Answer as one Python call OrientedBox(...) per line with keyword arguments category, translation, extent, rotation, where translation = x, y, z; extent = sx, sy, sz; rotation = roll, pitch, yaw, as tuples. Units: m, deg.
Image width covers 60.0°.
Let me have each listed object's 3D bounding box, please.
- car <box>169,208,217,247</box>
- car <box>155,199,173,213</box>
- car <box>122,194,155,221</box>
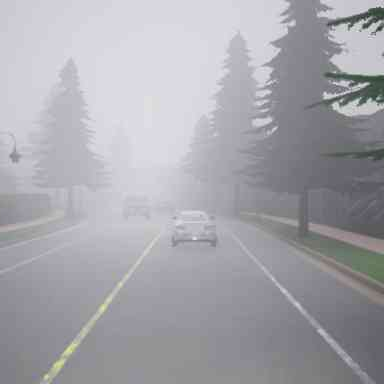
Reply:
OrientedBox(category="car", translation=(0.074, 1.533, 15.056), extent=(1.812, 1.442, 4.674), rotation=(0, 0, -1))
OrientedBox(category="car", translation=(-3.495, 1.509, 36.817), extent=(2.128, 1.511, 4.902), rotation=(0, 0, -20))
OrientedBox(category="car", translation=(-4.695, 1.235, 28.227), extent=(2.150, 2.045, 5.566), rotation=(0, 0, -12))
